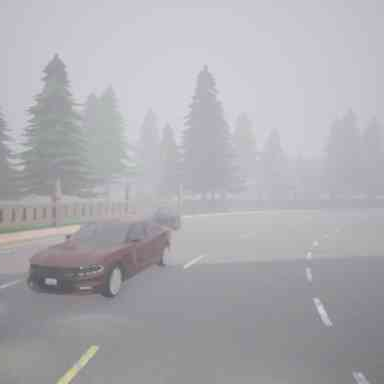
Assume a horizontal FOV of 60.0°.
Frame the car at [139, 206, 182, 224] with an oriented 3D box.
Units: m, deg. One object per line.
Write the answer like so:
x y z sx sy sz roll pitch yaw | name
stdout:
-2.222 1.500 18.527 1.812 1.442 4.674 0 0 27 | car

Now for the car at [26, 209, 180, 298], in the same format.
-2.067 1.455 8.849 1.882 1.535 5.008 1 0 15 | car
